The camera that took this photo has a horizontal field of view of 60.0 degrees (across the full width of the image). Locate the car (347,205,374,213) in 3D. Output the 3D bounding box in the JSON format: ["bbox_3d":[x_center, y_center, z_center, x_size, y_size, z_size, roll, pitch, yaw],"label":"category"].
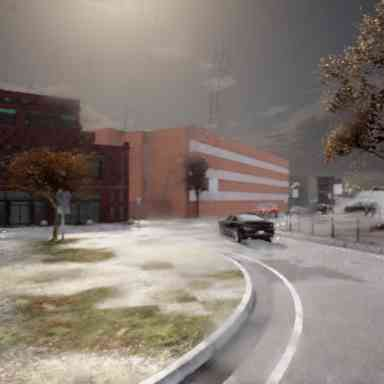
[{"bbox_3d":[34.019,3.387,67.112,4.674,1.452,2.002,-1,-2,30],"label":"car"}]

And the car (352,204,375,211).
[{"bbox_3d":[40.980,3.714,79.405,4.792,1.488,2.163,-1,-2,30],"label":"car"}]

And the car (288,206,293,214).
[{"bbox_3d":[18.541,3.236,59.613,2.128,1.511,4.902,-1,-2,31],"label":"car"}]

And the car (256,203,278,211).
[{"bbox_3d":[10.187,2.552,45.534,2.150,2.045,5.566,-1,-1,31],"label":"car"}]

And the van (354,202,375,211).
[{"bbox_3d":[42.504,3.523,81.795,4.442,1.987,1.878,-1,-2,30],"label":"van"}]

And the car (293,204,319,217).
[{"bbox_3d":[17.636,3.051,51.390,2.033,1.411,5.357,-1,-2,30],"label":"car"}]

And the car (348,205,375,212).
[{"bbox_3d":[35.415,3.416,69.572,5.008,1.535,2.097,-1,-2,30],"label":"car"}]

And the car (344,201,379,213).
[{"bbox_3d":[32.600,3.026,64.679,5.566,2.045,2.435,-1,-2,30],"label":"car"}]

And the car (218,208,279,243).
[{"bbox_3d":[2.917,1.902,18.805,1.882,1.535,5.008,0,-1,-12],"label":"car"}]

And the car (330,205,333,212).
[{"bbox_3d":[28.979,3.404,70.981,2.128,1.511,4.902,-1,-2,30],"label":"car"}]

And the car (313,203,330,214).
[{"bbox_3d":[23.750,3.030,62.018,2.150,2.045,5.566,-1,-2,30],"label":"car"}]

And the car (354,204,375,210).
[{"bbox_3d":[43.797,3.857,84.302,4.674,1.452,2.002,-1,-2,30],"label":"car"}]
